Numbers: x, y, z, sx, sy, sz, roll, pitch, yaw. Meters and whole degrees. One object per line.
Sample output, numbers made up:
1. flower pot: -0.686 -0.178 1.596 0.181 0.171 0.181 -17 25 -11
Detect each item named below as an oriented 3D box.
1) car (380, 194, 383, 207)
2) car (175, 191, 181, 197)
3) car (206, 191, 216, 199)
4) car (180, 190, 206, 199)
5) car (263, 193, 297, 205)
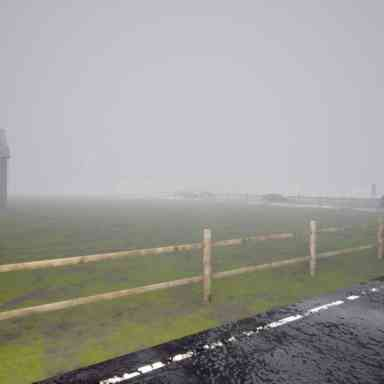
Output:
1. car: 21.746 0.977 32.871 2.150 2.045 5.566 0 1 -38
2. car: -1.836 0.362 71.785 1.837 1.490 4.892 0 1 -36
3. car: 2.729 0.597 65.443 1.837 1.490 4.892 0 1 -35
4. car: 0.182 0.653 62.870 1.994 1.385 4.181 0 1 -35
5. car: 12.130 0.936 46.018 1.882 1.535 5.008 0 1 -35
